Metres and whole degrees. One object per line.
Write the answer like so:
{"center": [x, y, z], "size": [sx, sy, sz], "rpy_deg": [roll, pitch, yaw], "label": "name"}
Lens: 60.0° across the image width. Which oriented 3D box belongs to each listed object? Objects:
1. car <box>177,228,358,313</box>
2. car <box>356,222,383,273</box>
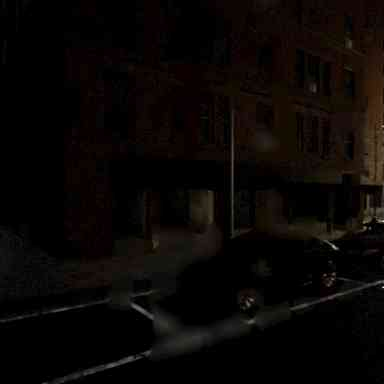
{"center": [1.710, 1.611, 7.754], "size": [4.313, 1.339, 1.947], "rpy_deg": [1, 0, -35], "label": "car"}
{"center": [6.189, 1.670, 10.948], "size": [4.206, 1.307, 1.802], "rpy_deg": [1, 0, -35], "label": "car"}
